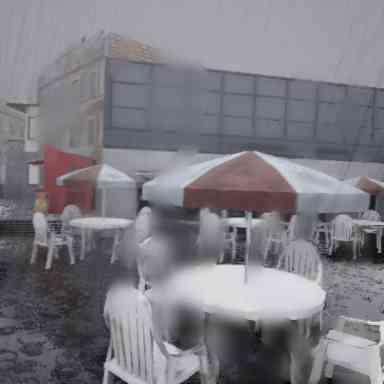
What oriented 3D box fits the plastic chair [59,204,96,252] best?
[{"bbox_3d":[-3.374,1.031,9.807,0.730,1.271,0.750,4,3,38],"label":"plastic chair"}]
